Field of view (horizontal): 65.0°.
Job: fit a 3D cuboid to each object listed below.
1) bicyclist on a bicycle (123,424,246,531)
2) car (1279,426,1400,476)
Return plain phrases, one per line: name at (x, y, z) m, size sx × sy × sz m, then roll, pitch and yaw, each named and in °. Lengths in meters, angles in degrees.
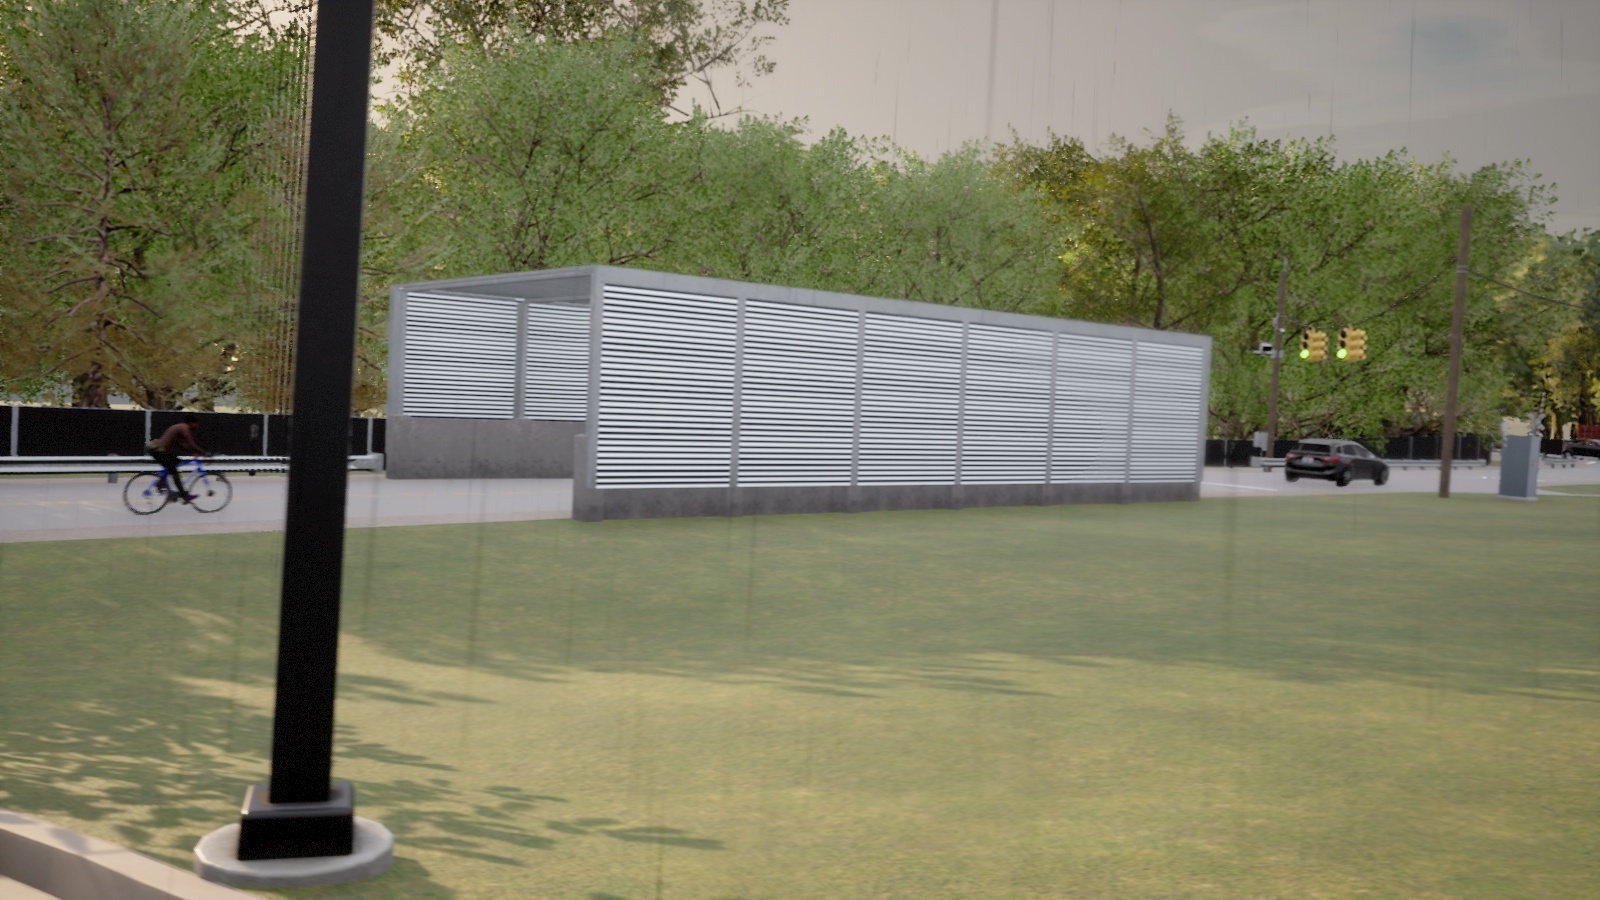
bicyclist on a bicycle at (-9.843, 0.414, 20.120) m, size 1.656 × 1.620 × 0.582 m, roll 0°, pitch 3°, yaw -45°
car at (20.021, -0.011, 46.542) m, size 4.611 × 1.667 × 2.242 m, roll -1°, pitch 4°, yaw -40°
